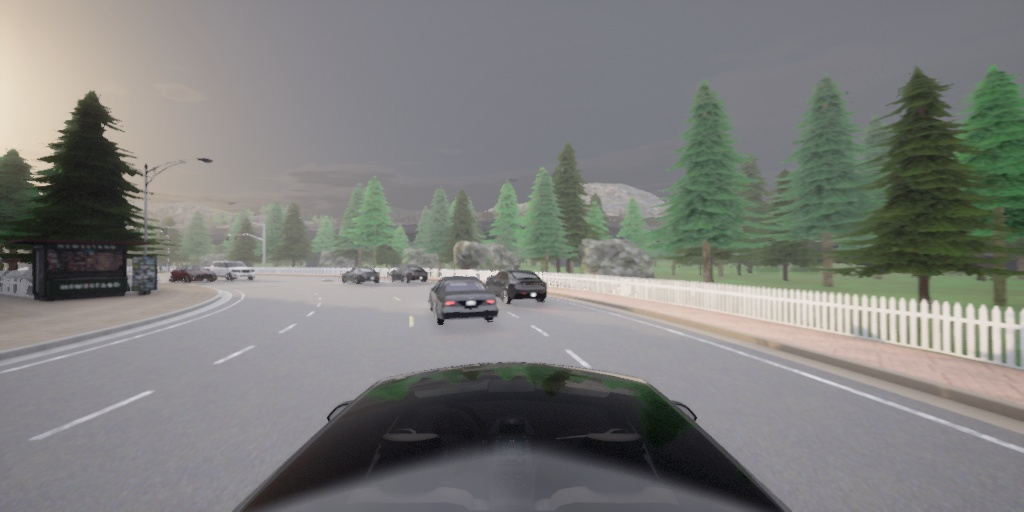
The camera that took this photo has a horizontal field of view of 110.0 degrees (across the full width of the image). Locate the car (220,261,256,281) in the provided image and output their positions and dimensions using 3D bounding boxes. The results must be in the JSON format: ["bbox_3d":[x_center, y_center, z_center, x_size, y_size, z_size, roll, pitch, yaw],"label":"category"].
[{"bbox_3d":[-29.068,1.520,37.246,5.566,2.045,2.150,0,-1,28],"label":"car"}]

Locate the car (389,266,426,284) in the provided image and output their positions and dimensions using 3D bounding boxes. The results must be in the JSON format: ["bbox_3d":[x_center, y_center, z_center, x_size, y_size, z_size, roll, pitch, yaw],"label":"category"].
[{"bbox_3d":[-9.325,1.631,32.049,1.837,1.490,4.892,1,-1,-43],"label":"car"}]

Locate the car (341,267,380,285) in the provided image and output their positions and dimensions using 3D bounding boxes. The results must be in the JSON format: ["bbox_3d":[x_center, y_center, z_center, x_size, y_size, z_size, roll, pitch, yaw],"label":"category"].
[{"bbox_3d":[-13.022,1.661,30.832,4.674,1.442,1.812,-1,-1,45],"label":"car"}]

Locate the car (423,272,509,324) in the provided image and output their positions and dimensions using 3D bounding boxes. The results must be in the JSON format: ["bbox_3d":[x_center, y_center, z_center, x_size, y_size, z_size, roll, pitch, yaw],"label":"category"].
[{"bbox_3d":[-1.880,1.425,12.687,2.033,1.411,5.357,0,-1,-16],"label":"car"}]

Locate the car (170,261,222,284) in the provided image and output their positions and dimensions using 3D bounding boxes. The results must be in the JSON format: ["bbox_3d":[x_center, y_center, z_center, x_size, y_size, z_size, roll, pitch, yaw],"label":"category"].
[{"bbox_3d":[-30.005,1.621,33.785,4.553,1.767,2.097,-1,-1,28],"label":"car"}]

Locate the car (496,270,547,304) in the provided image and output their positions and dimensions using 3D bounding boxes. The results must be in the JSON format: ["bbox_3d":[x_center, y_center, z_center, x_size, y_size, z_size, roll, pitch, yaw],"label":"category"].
[{"bbox_3d":[0.038,1.423,17.554,1.837,1.490,4.892,0,-1,-21],"label":"car"}]
